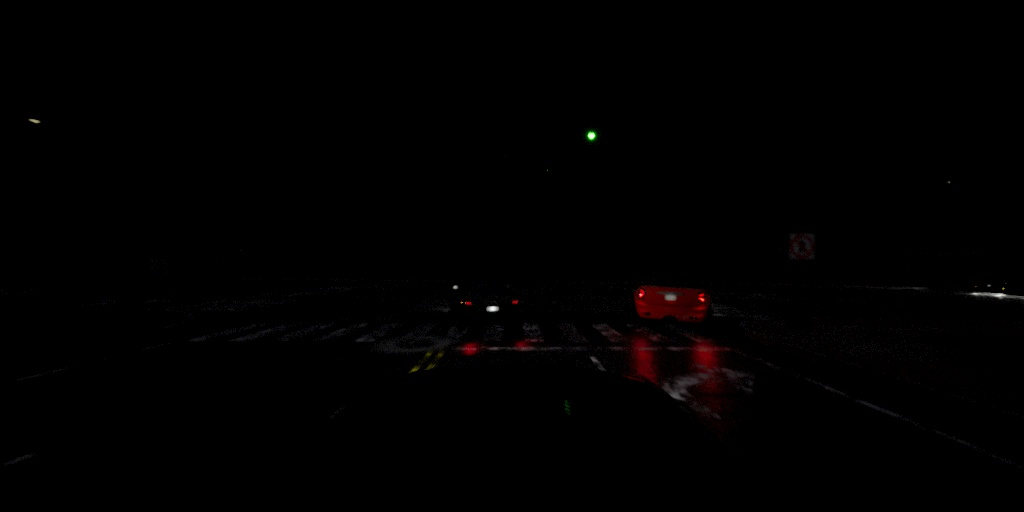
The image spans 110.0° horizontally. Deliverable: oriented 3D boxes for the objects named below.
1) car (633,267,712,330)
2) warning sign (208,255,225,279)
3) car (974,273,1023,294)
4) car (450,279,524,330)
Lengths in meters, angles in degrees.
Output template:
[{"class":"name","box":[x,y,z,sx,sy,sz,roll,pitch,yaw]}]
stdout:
[{"class":"car","box":[5.437,1.245,12.038,2.097,1.767,4.553,2,-1,27]},{"class":"warning sign","box":[-23.443,0.885,28.581,1.060,1.860,1.300,0,0,2]},{"class":"car","box":[34.389,1.841,24.302,4.181,1.385,1.994,0,0,2]},{"class":"car","box":[-0.952,1.423,11.698,1.994,1.385,4.181,0,-1,-12]}]
